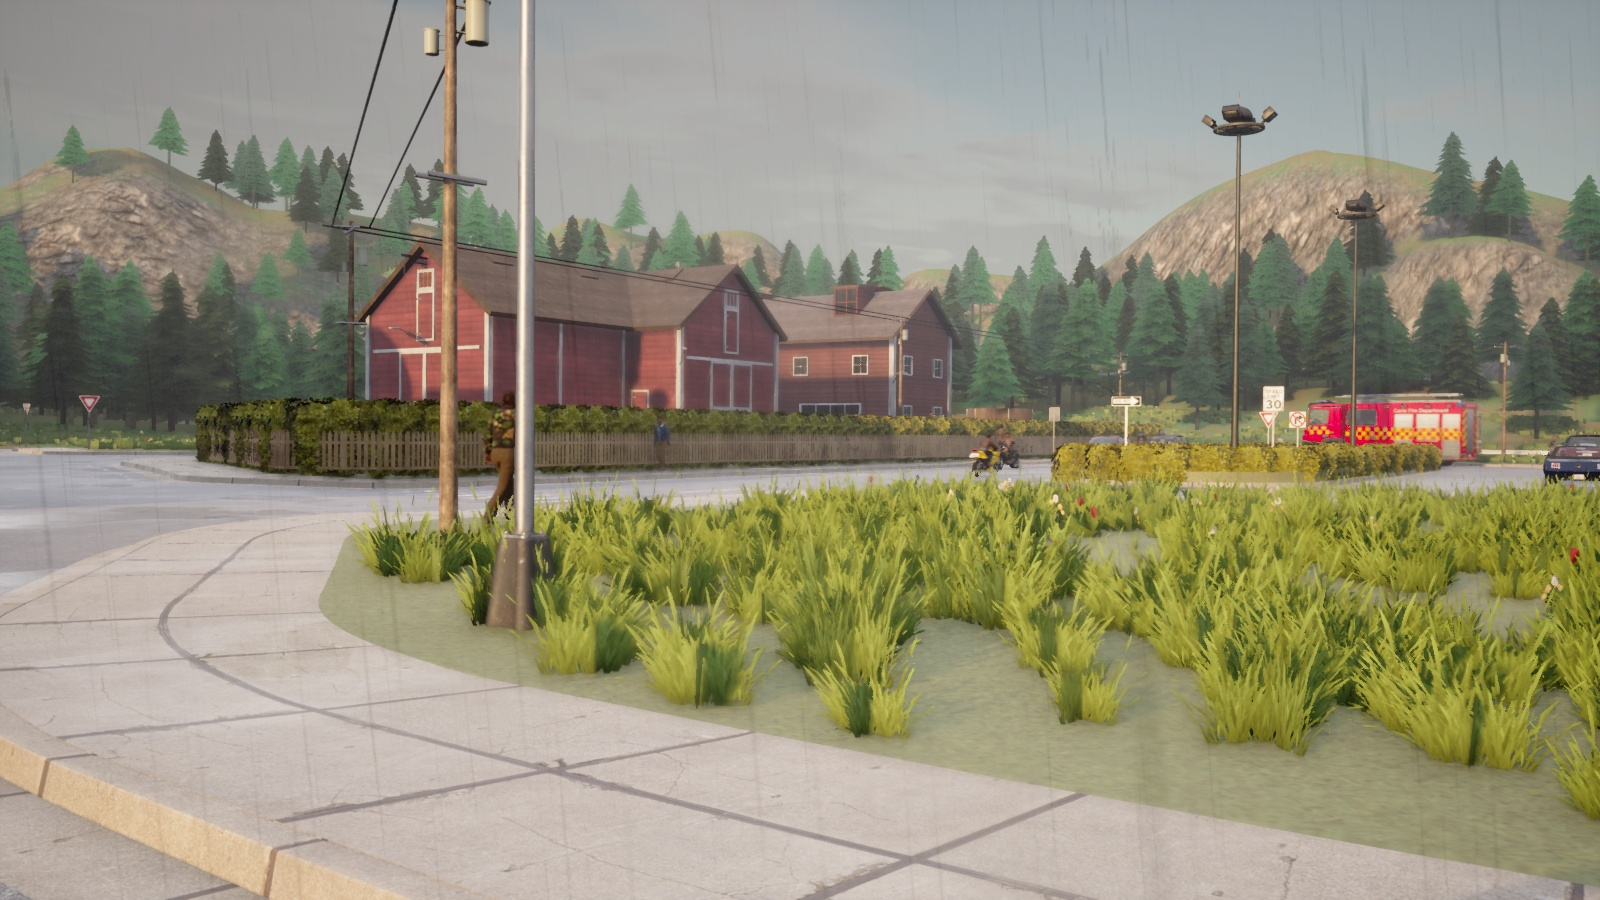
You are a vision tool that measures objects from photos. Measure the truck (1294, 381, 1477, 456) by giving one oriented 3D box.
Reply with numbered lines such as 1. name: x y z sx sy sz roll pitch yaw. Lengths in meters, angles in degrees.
1. truck: 31.548 -1.647 67.968 8.468 3.827 2.891 0 1 45

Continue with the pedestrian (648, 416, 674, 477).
1. pedestrian: -4.481 -0.125 40.465 0.423 1.949 0.788 0 1 30

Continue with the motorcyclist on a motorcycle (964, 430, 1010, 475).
1. motorcyclist on a motorcycle: 6.523 0.057 43.740 0.797 1.523 2.044 0 1 34

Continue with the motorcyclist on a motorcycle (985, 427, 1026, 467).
1. motorcyclist on a motorcycle: 8.742 -0.126 53.362 0.766 1.649 2.350 0 1 34

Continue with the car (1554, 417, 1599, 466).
1. car: 30.209 -0.341 48.084 2.097 1.767 4.553 0 1 33

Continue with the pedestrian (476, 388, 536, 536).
1. pedestrian: -3.912 0.150 16.739 0.395 1.930 0.692 0 1 27

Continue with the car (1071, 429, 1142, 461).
1. car: 15.525 -0.299 63.514 1.882 1.535 5.008 0 1 34

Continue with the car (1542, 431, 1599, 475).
1. car: 24.752 0.064 39.795 1.895 1.301 4.718 0 1 33

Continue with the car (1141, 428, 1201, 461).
1. car: 18.043 -0.286 60.982 1.789 1.549 3.705 0 1 34
